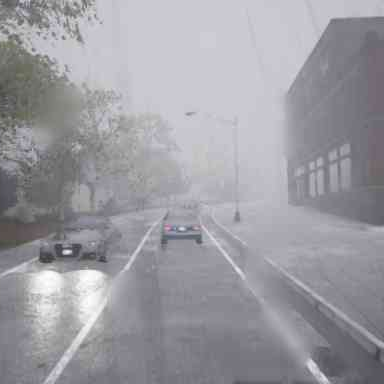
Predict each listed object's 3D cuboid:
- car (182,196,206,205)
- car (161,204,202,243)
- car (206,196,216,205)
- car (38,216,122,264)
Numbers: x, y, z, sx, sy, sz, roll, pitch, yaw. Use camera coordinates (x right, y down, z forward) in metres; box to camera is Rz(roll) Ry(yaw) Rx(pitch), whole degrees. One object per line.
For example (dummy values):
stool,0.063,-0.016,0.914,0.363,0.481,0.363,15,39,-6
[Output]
car,-0.098,1.453,35.030,2.033,1.411,5.357,-1,0,8
car,-0.525,1.548,16.077,2.033,1.411,5.357,0,0,-3
car,2.387,1.394,54.675,1.837,1.490,4.892,-3,-1,26
car,-3.730,1.565,11.760,1.994,1.385,4.181,0,0,-2
